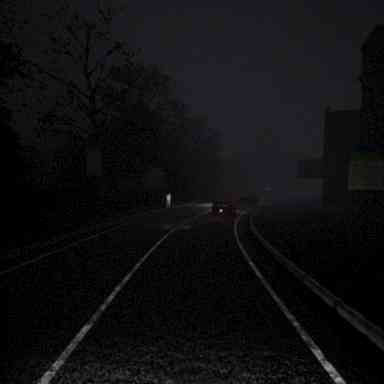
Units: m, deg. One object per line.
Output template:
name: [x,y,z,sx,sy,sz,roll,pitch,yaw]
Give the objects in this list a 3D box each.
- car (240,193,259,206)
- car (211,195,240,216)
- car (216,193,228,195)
car: [7.799,0.927,45.168,1.882,1.535,5.008,3,3,24]
car: [3.022,1.304,30.507,1.837,1.490,4.892,1,1,14]
car: [4.013,0.868,45.305,1.812,1.442,4.674,2,3,23]
